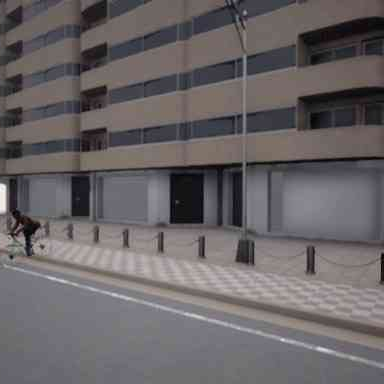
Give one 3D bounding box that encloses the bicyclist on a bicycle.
[{"bbox_3d":[-4.955,1.313,9.874,0.582,1.620,1.656,0,9,35],"label":"bicyclist on a bicycle"}]
